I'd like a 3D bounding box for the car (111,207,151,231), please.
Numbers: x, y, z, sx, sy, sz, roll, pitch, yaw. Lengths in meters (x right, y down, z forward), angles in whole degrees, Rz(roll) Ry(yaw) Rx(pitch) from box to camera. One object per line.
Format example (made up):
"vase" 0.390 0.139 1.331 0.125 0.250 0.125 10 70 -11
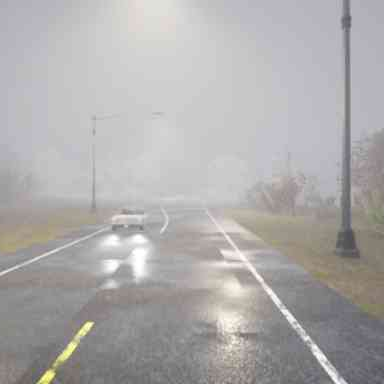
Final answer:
"car" -3.684 1.608 20.692 1.895 1.301 4.718 0 0 -1
